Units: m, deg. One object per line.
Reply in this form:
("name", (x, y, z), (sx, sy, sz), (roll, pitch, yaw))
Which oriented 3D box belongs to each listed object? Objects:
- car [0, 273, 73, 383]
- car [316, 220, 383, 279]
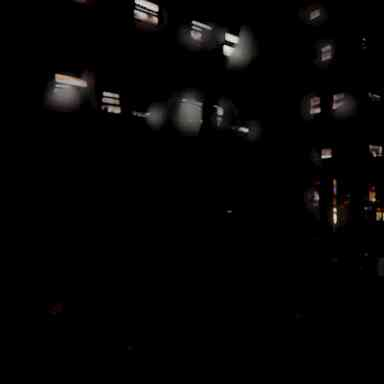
("car", (-3.507, 1.581, 3.595), (4.206, 1.307, 1.802), (0, 0, -36))
("car", (5.588, 1.548, 10.088), (4.507, 1.381, 1.887), (0, 0, -36))
